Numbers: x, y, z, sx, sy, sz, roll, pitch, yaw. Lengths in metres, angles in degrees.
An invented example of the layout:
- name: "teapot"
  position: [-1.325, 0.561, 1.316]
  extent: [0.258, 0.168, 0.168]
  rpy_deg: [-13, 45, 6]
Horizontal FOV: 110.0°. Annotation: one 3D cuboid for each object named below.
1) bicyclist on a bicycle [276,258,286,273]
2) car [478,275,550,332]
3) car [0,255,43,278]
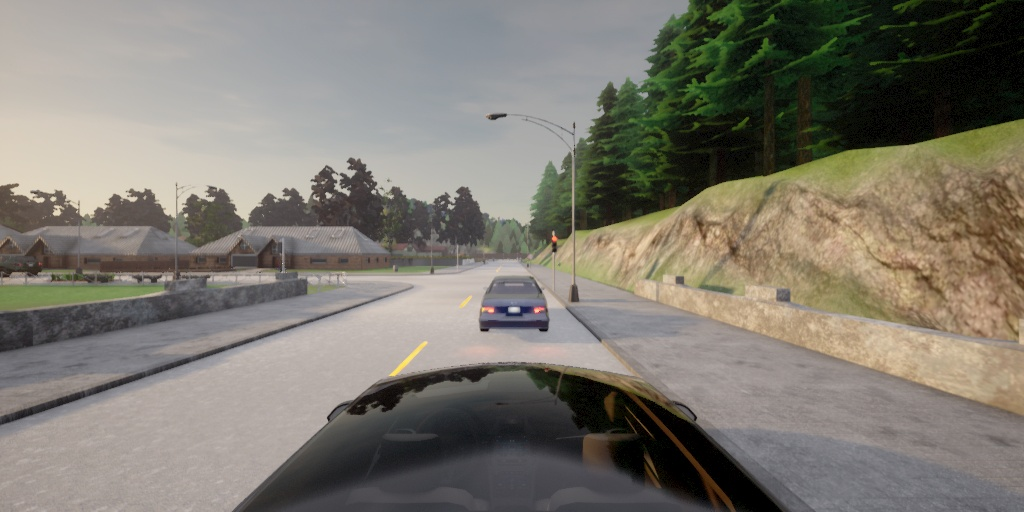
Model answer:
- name: "bicyclist on a bicycle"
  position: [-24.167, 1.078, 37.588]
  extent: [0.582, 1.620, 1.656]
  rpy_deg: [0, 0, 0]
- name: "car"
  position: [0.062, 1.292, 10.811]
  extent: [2.033, 1.411, 5.357]
  rpy_deg: [0, 0, 0]
- name: "car"
  position: [-47.379, 0.954, 33.336]
  extent: [5.566, 2.045, 2.150]
  rpy_deg: [0, 0, 1]
